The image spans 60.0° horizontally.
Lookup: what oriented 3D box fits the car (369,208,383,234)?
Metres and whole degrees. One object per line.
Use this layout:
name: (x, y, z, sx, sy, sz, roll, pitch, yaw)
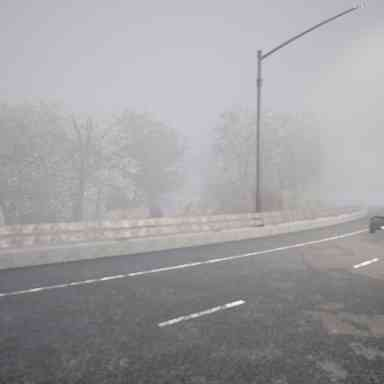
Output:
car: (12.109, 1.712, 19.926, 1.837, 1.490, 4.892, 0, 0, 43)
